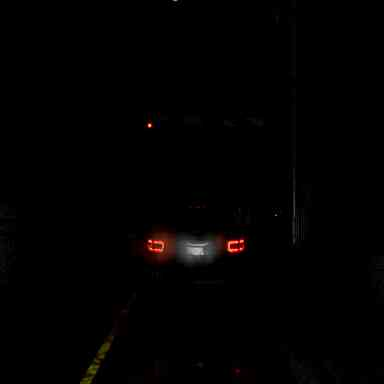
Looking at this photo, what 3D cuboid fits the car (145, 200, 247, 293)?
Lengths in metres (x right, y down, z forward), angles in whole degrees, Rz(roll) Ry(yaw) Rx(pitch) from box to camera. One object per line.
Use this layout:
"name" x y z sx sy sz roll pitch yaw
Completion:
"car" 0.079 1.222 9.021 2.150 2.045 5.566 0 0 0

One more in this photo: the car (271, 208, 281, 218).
"car" 9.049 1.588 27.643 4.718 1.301 1.895 0 0 -10
